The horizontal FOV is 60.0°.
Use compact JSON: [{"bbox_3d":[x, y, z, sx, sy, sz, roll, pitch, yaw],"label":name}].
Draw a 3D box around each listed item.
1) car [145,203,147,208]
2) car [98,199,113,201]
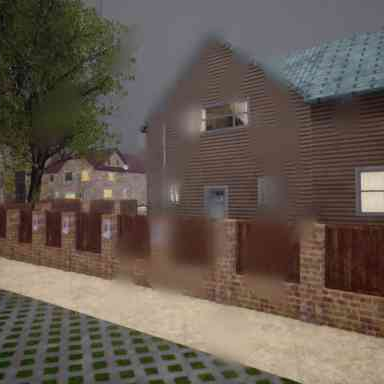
[{"bbox_3d":[-3.354,1.453,38.646,1.895,1.301,4.718,-1,0,29],"label":"car"},{"bbox_3d":[-8.247,1.419,29.941,1.837,1.490,4.892,-1,0,29],"label":"car"}]
